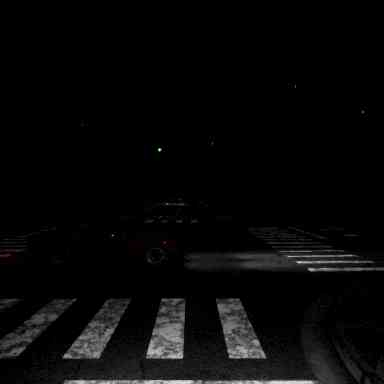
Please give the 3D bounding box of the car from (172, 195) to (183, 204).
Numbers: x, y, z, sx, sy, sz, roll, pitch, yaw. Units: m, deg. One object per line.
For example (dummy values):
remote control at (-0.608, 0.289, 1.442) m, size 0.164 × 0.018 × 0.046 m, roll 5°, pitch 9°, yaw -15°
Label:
car at (-2.987, 1.497, 69.269) m, size 2.097 × 1.767 × 4.553 m, roll 0°, pitch 0°, yaw 0°

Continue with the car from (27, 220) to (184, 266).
car at (-2.636, 1.594, 10.920) m, size 4.718 × 1.301 × 1.895 m, roll 1°, pitch -1°, yaw 0°
